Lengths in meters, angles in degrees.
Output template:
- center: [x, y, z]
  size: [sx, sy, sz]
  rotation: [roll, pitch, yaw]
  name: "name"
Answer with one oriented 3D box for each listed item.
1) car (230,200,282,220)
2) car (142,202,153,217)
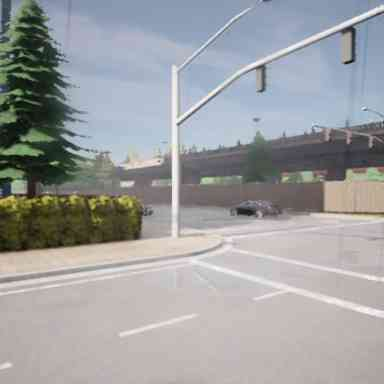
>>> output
- center: [5.247, 1.423, 27.866]
  size: [2.128, 1.511, 4.902]
  rotation: [0, 0, -35]
  name: "car"
- center: [-5.286, 1.462, 30.306]
  size: [1.812, 1.442, 4.674]
  rotation: [0, 0, -36]
  name: "car"
